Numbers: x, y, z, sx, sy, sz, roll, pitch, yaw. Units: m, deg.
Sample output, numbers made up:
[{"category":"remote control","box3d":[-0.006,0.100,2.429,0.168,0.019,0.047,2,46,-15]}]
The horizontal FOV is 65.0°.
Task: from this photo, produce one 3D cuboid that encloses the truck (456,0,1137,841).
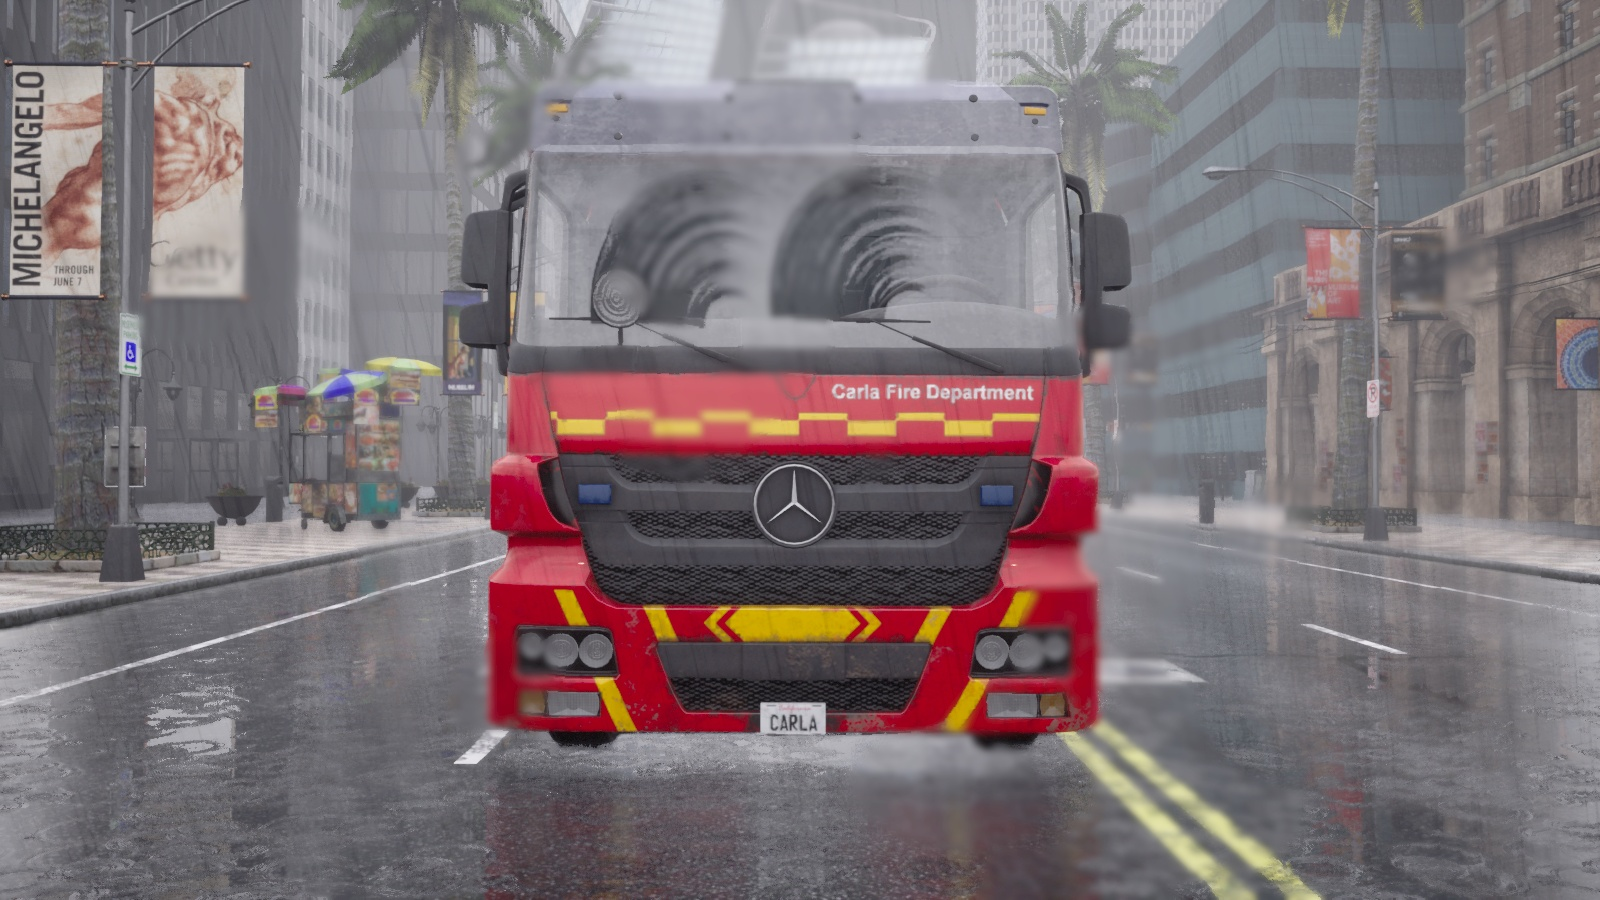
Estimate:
[{"category":"truck","box3d":[-0.025,-0.189,9.594,2.891,3.827,8.468,0,-1,0]}]
